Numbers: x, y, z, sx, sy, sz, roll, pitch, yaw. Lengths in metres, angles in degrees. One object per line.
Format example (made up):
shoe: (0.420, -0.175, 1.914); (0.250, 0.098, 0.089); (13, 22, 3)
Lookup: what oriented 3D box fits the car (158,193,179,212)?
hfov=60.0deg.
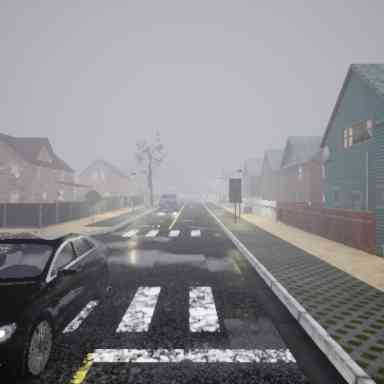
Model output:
car: (-2.720, 1.176, 39.670); (2.150, 2.045, 5.566); (0, 0, 0)

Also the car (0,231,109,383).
car: (-2.746, 1.491, 5.542); (2.128, 1.511, 4.902); (0, 0, 0)
